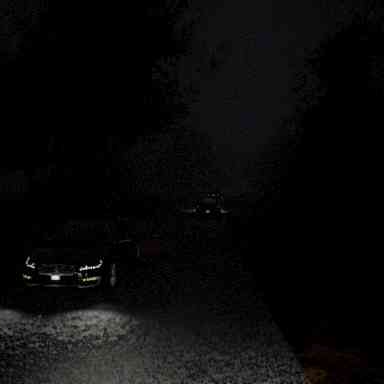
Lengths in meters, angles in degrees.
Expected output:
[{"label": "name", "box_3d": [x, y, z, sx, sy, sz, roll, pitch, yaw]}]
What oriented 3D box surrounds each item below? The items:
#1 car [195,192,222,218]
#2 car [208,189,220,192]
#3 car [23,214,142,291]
[{"label": "car", "box_3d": [1.264, 1.045, 24.931, 1.812, 1.442, 4.674, 0, 2, 5]}, {"label": "car", "box_3d": [2.788, 0.367, 42.297, 2.033, 1.411, 5.357, 0, 2, 5]}, {"label": "car", "box_3d": [-2.590, 1.418, 8.975, 1.837, 1.490, 4.892, 1, 0, 2]}]
